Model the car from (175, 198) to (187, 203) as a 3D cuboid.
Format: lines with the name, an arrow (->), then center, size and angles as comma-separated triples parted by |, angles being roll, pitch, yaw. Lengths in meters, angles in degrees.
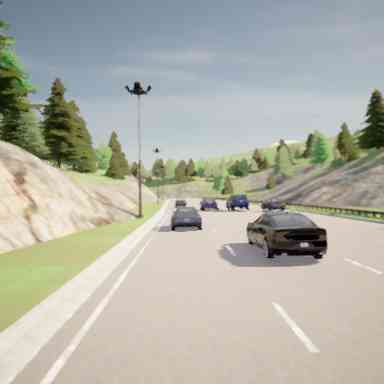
car -> -1.815, 1.777, 54.075 | 2.128, 1.511, 4.902 | -1, 0, -3

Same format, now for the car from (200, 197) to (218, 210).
car -> 2.219, 1.525, 45.090 | 2.097, 1.767, 4.553 | -1, 0, -3

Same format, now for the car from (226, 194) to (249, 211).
car -> 5.857, 1.326, 43.081 | 2.150, 2.045, 5.566 | -1, 0, -3

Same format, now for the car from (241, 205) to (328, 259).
car -> 3.368, 1.480, 12.644 | 1.882, 1.535, 5.008 | -1, 0, -2

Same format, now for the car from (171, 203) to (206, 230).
car -> -0.376, 1.675, 22.204 | 1.994, 1.385, 4.181 | -1, 0, -1

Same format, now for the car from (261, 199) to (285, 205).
car -> 9.545, 1.514, 39.309 | 2.128, 1.511, 4.902 | -1, 0, -3
